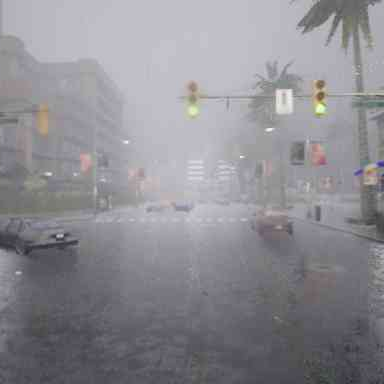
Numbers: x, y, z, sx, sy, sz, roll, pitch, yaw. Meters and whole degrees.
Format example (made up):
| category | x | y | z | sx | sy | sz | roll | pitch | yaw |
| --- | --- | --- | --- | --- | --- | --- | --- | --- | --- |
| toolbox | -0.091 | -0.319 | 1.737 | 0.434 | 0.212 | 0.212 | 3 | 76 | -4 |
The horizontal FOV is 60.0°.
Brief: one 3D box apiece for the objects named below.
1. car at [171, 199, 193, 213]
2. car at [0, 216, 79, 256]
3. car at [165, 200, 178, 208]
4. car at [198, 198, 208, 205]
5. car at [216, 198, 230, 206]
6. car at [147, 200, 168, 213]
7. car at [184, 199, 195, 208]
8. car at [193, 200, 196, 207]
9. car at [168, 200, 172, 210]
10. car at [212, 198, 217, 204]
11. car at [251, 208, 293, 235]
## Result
| category | x | y | z | sx | sy | sz | roll | pitch | yaw |
| --- | --- | --- | --- | --- | --- | --- | --- | --- | --- |
| car | -1.287 | 1.934 | 44.801 | 1.882 | 1.535 | 5.008 | -1 | -1 | 3 |
| car | -7.106 | 1.754 | 14.099 | 5.357 | 1.411 | 2.033 | -1 | -1 | 34 |
| car | -3.890 | 2.270 | 63.856 | 1.895 | 1.301 | 4.718 | -1 | -1 | 3 |
| car | 2.568 | 2.306 | 81.195 | 2.128 | 1.511 | 4.902 | 0 | -1 | -9 |
| car | 6.822 | 2.161 | 70.679 | 1.812 | 1.442 | 4.674 | -1 | -1 | -1 |
| car | -4.806 | 2.011 | 44.458 | 1.812 | 1.442 | 4.674 | -1 | -1 | 3 |
| car | -0.378 | 2.143 | 64.024 | 1.837 | 1.490 | 4.892 | -1 | -1 | 3 |
| car | -0.851 | 2.069 | 53.985 | 1.812 | 1.442 | 4.674 | -1 | -1 | 3 |
| car | -4.375 | 2.049 | 53.568 | 1.882 | 1.535 | 5.008 | -1 | -1 | 3 |
| car | 6.148 | 2.267 | 80.784 | 1.812 | 1.442 | 4.674 | 0 | -1 | -9 |
| car | 4.626 | 1.678 | 19.578 | 1.812 | 1.442 | 4.674 | -1 | -1 | 3 |
